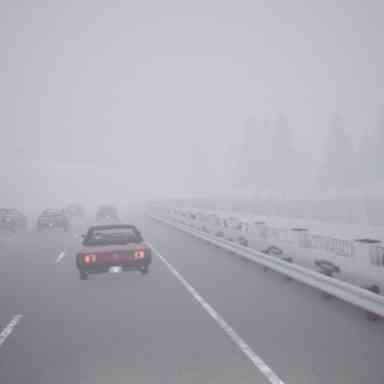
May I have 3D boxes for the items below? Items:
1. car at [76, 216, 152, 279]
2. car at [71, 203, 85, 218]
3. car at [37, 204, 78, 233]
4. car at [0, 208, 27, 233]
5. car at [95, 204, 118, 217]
[{"bbox_3d":[-2.500,1.679,10.511,1.895,1.301,4.718,-2,0,-15],"label":"car"},{"bbox_3d":[-13.554,2.080,38.556,2.097,1.767,4.553,-2,-1,-15],"label":"car"},{"bbox_3d":[-9.517,1.897,23.340,2.128,1.511,4.902,-2,-1,-15],"label":"car"},{"bbox_3d":[-13.187,1.880,23.518,2.097,1.767,4.553,-2,-1,-15],"label":"car"},{"bbox_3d":[-8.180,1.970,31.963,1.837,1.490,4.892,-2,-1,-15],"label":"car"}]
